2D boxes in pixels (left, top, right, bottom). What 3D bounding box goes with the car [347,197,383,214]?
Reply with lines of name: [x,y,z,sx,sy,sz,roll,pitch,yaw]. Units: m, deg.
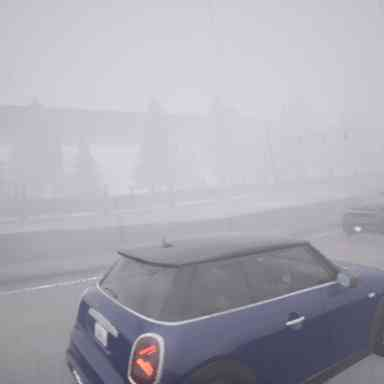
car: [8.202,0.982,13.943,4.892,1.490,1.837,-5,3,-36]

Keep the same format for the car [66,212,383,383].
car: [0.868,1.316,4.367,4.553,1.767,2.097,-1,1,-36]
